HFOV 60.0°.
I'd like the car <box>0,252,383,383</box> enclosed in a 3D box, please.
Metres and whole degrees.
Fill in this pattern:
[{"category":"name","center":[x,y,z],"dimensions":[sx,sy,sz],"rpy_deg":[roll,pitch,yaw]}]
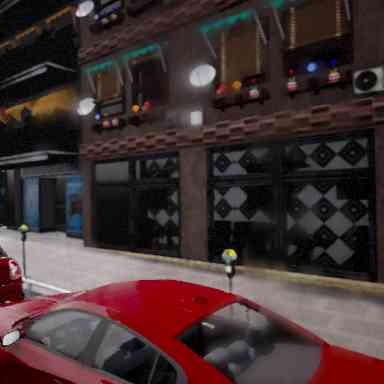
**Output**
[{"category":"car","center":[-0.550,1.533,3.136],"dimensions":[4.507,1.381,1.887],"rpy_deg":[0,-1,36]}]

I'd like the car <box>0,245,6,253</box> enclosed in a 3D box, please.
[{"category":"car","center":[-5.048,1.399,6.356],"dimensions":[4.097,1.590,1.967],"rpy_deg":[0,-1,36]}]
